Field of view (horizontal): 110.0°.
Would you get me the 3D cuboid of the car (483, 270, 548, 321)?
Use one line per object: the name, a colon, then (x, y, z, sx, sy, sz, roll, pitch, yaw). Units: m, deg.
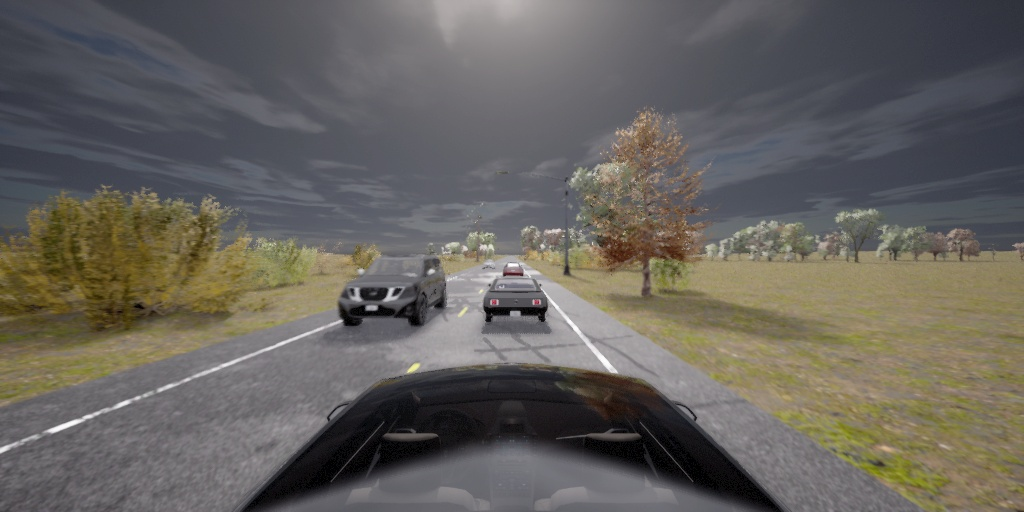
car: (0.104, 1.351, 12.423, 1.895, 1.301, 4.718, 0, 0, 0)

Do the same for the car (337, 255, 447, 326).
car: (-3.596, 0.971, 11.953, 2.150, 2.045, 5.566, 0, 0, 0)

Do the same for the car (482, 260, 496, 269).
car: (-3.479, 1.307, 55.385, 1.812, 1.442, 4.674, 0, 0, 0)

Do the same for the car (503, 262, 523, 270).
car: (0.112, 1.310, 34.865, 1.994, 1.385, 4.181, 0, 0, 0)
